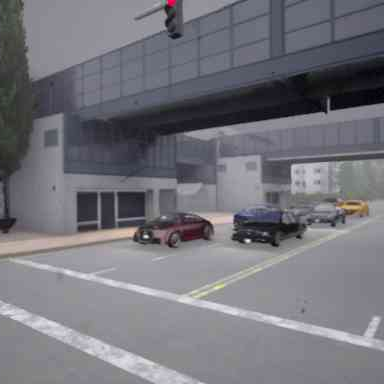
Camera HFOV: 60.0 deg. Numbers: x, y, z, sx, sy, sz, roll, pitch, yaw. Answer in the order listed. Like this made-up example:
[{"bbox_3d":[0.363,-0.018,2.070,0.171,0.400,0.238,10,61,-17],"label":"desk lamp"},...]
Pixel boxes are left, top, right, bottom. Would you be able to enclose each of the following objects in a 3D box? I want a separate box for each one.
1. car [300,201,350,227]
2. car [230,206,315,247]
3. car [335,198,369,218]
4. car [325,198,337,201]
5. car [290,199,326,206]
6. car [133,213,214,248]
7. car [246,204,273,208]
[{"bbox_3d":[9.492,1.586,23.446,1.812,1.442,4.674,-1,0,36],"label":"car"},{"bbox_3d":[3.838,1.609,15.747,2.033,1.411,5.357,-1,0,36],"label":"car"},{"bbox_3d":[15.367,1.536,31.448,1.882,1.535,5.008,-1,0,37],"label":"car"},{"bbox_3d":[16.077,1.446,38.297,2.097,1.767,4.553,-1,0,37],"label":"car"},{"bbox_3d":[10.245,1.587,30.395,2.128,1.511,4.902,-1,0,36],"label":"car"},{"bbox_3d":[-0.751,1.662,15.404,1.994,1.385,4.181,-1,0,36],"label":"car"},{"bbox_3d":[4.560,1.575,22.651,1.882,1.535,5.008,-1,0,36],"label":"car"}]
